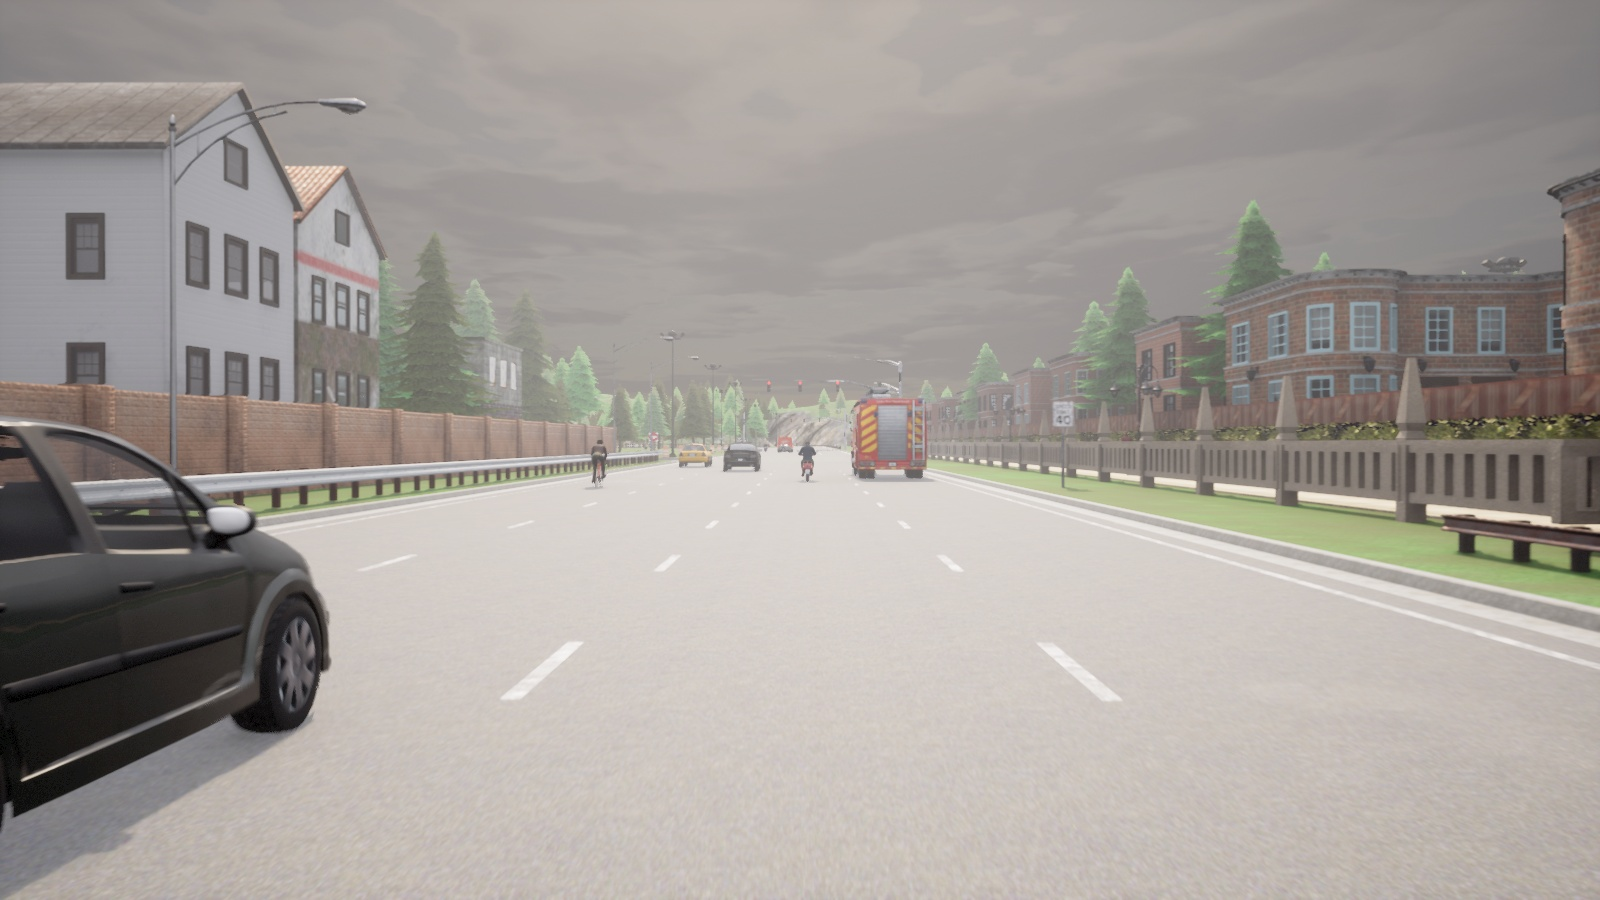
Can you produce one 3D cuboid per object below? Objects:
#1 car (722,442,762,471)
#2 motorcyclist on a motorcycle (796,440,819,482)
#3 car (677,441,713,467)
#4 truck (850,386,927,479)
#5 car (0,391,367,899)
[{"bbox_3d":[-3.097,0.338,68.030,1.882,1.535,5.008,0,0,0],"label":"car"},{"bbox_3d":[0.297,0.421,49.478,0.866,1.590,1.817,0,0,0],"label":"motorcyclist on a motorcycle"},{"bbox_3d":[-6.536,0.236,78.810,1.801,1.575,5.366,0,0,0],"label":"car"},{"bbox_3d":[3.835,-0.731,56.060,2.891,3.827,8.468,0,0,0],"label":"truck"},{"bbox_3d":[-3.454,0.612,5.312,1.851,1.617,3.988,0,0,0],"label":"car"}]
